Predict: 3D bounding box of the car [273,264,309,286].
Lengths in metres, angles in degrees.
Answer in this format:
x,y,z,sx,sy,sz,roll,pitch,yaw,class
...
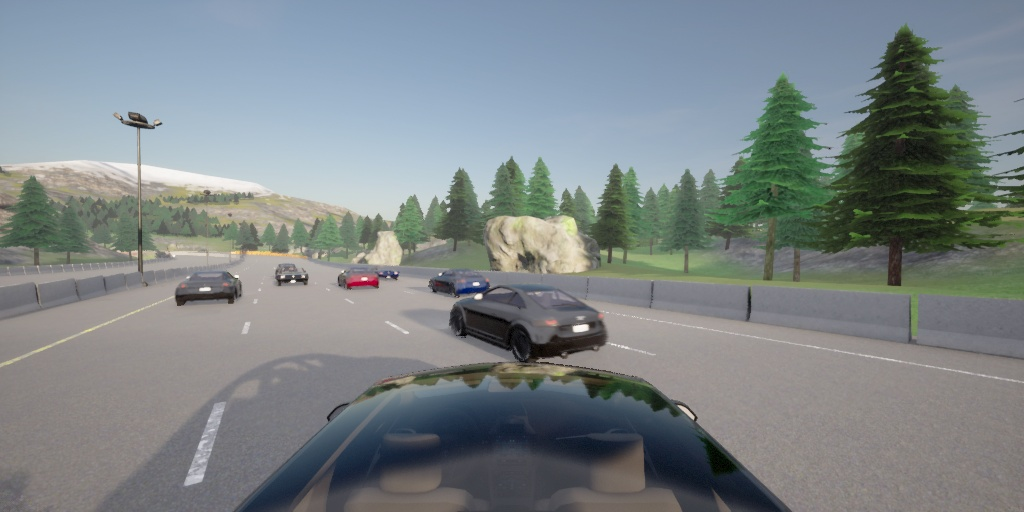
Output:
x,y,z,sx,sy,sz,roll,pitch,yaw,class
-16.324,1.480,26.557,1.895,1.301,4.718,0,-1,-34,car

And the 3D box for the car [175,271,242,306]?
x,y,z,sx,sy,sz,roll,pitch,yaw,class
-13.699,1.357,16.378,1.994,1.385,4.181,0,-1,-33,car

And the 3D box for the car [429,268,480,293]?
x,y,z,sx,sy,sz,roll,pitch,yaw,class
-2.859,1.350,19.086,1.994,1.385,4.181,0,0,-34,car

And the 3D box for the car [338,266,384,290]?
x,y,z,sx,sy,sz,roll,pitch,yaw,class
-10.214,1.398,23.745,1.994,1.385,4.181,0,-1,-34,car

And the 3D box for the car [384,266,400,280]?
x,y,z,sx,sy,sz,roll,pitch,yaw,class
-11.691,1.508,32.208,1.895,1.301,4.718,0,-1,-34,car

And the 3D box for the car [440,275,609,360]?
x,y,z,sx,sy,sz,roll,pitch,yaw,class
0.160,1.317,8.334,1.994,1.385,4.181,0,0,-34,car
